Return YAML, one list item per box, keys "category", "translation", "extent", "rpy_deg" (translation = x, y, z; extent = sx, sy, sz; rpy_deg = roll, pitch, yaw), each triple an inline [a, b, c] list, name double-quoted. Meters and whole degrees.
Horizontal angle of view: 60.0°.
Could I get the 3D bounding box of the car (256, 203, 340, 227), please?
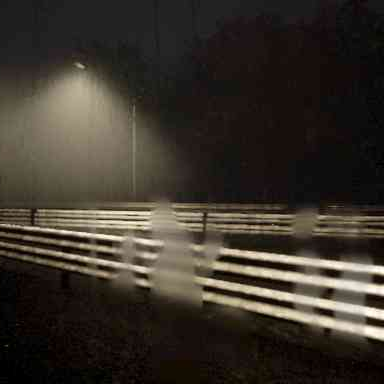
- category: "car"
  translation: [5.964, 1.415, 19.025]
  extent: [4.553, 1.767, 2.097]
  rpy_deg: [0, 0, 19]
